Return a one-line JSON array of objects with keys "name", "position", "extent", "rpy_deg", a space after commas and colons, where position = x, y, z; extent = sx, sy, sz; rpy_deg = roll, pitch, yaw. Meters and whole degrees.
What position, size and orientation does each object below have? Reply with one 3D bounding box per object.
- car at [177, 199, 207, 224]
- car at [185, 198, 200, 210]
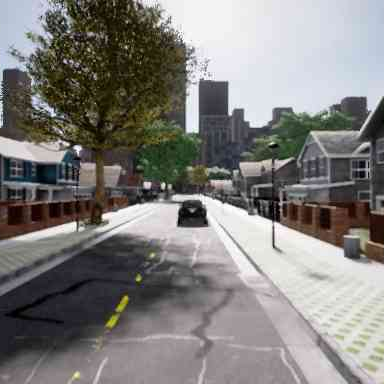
[{"name": "car", "position": [0.039, 1.310, 24.732], "extent": [2.097, 1.767, 4.553], "rpy_deg": [0, 0, 0]}, {"name": "car", "position": [0.080, 1.530, 43.644], "extent": [1.895, 1.301, 4.718], "rpy_deg": [0, 0, 0]}]
